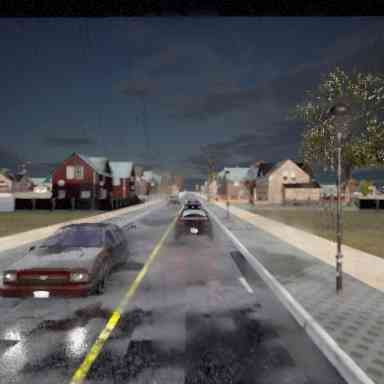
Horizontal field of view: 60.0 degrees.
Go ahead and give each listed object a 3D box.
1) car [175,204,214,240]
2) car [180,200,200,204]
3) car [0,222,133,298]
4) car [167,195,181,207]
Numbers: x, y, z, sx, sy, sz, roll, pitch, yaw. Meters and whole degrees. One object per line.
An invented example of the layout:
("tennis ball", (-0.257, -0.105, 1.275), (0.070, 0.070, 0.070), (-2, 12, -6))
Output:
("car", (0.102, 1.541, 16.888), (1.812, 1.442, 4.674), (0, 0, 0))
("car", (0.097, 1.570, 35.741), (2.033, 1.411, 5.357), (0, 0, 0))
("car", (-2.850, 1.556, 8.962), (2.033, 1.411, 5.357), (0, 0, 0))
("car", (-2.752, 1.299, 51.418), (2.097, 1.767, 4.553), (0, 0, 0))
